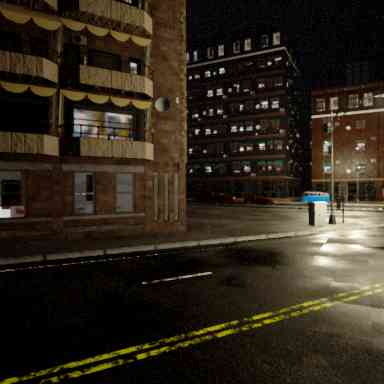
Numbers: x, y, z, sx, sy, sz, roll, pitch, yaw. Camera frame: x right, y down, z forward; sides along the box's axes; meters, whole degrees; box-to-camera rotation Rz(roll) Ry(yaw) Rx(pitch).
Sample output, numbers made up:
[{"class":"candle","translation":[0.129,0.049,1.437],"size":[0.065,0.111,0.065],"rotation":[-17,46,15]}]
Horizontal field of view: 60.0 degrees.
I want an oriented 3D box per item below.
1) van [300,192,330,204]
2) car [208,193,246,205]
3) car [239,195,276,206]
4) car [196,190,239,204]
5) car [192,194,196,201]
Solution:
[{"class":"van","translation":[17.580,0.883,47.512],"size":[3.998,1.788,1.690],"rotation":[1,0,27]},{"class":"car","translation":[5.032,0.914,47.383],"size":[4.902,1.511,2.128],"rotation":[1,1,27]},{"class":"car","translation":[8.665,1.106,42.642],"size":[4.206,1.307,1.802],"rotation":[1,0,27]},{"class":"car","translation":[3.650,0.755,45.197],"size":[5.009,1.841,2.192],"rotation":[1,0,27]},{"class":"car","translation":[2.521,0.605,55.172],"size":[5.009,1.841,2.192],"rotation":[1,0,27]}]
